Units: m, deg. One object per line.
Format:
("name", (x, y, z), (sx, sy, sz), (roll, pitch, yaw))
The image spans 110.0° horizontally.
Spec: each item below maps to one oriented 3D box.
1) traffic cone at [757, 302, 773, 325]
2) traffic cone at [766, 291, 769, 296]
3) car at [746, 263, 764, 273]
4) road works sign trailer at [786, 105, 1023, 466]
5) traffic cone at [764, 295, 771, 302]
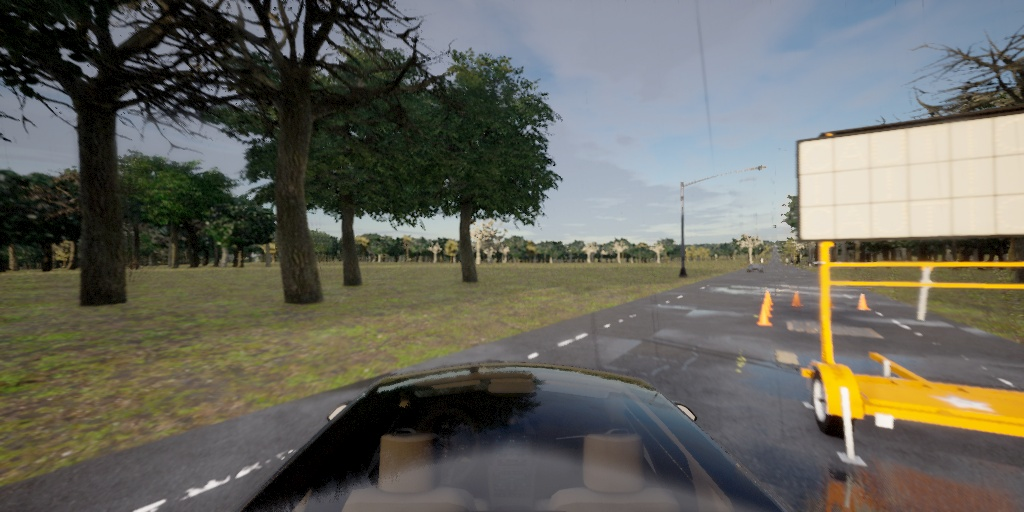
("traffic cone", (7.606, 1.760, 10.821), (0.340, 0.580, 0.340), (0, 0, 36))
("traffic cone", (9.976, 1.783, 14.043), (0.340, 0.580, 0.340), (0, 0, 36))
("car", (34.771, 1.735, 51.156), (1.994, 1.385, 4.181), (-1, -1, 36))
("road works sign trailer", (4.843, 0.209, 4.228), (2.380, 3.560, 2.880), (0, 0, 28))
("traffic cone", (8.791, 1.772, 12.432), (0.340, 0.580, 0.340), (0, 0, 36))
